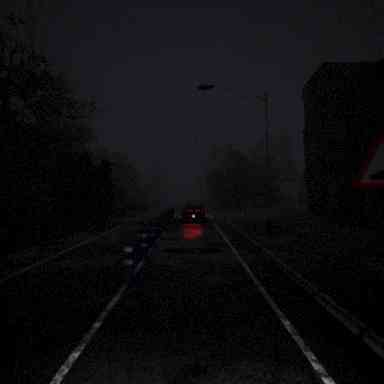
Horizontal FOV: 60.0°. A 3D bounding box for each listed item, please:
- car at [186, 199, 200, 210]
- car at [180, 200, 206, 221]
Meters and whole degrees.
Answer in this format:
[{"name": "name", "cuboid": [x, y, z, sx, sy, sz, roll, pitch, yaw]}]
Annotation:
[{"name": "car", "cuboid": [0.141, 1.697, 45.886, 1.895, 1.301, 4.718, 0, 0, 0]}, {"name": "car", "cuboid": [0.111, 1.533, 27.514, 1.837, 1.490, 4.892, -1, 1, 0]}]
